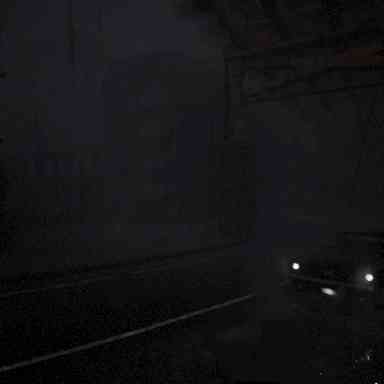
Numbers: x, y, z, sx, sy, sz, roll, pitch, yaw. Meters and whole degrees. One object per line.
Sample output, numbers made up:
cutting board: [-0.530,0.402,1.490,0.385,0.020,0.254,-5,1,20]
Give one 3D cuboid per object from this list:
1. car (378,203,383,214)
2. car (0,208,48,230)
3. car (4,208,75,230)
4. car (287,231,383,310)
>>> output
car: [26.112,2.193,44.619,1.994,1.385,4.181,0,-1,29]
car: [-14.214,2.144,27.328,1.851,1.617,3.988,0,-1,29]
car: [-11.651,2.126,25.763,2.033,1.415,5.357,0,-1,29]
car: [4.203,1.709,8.303,1.895,1.301,4.718,0,-1,42]
